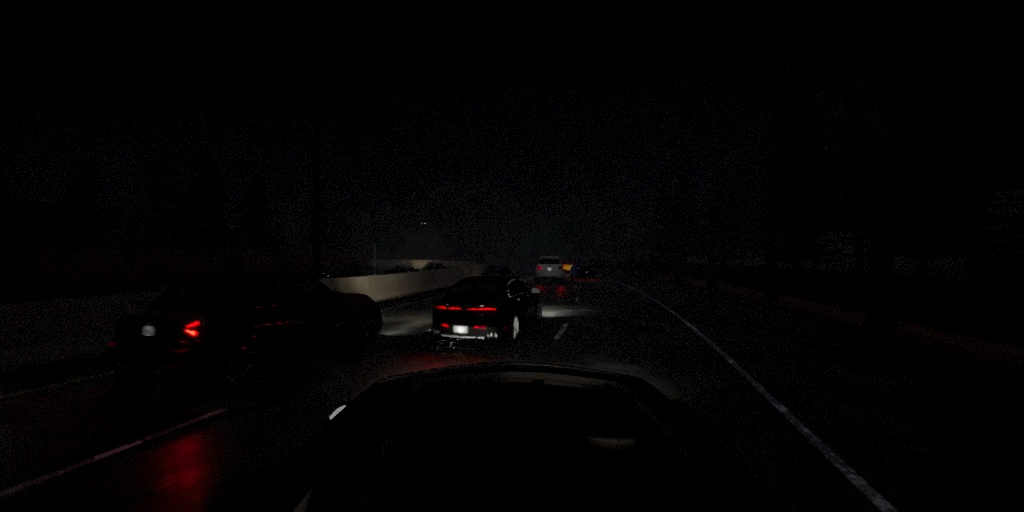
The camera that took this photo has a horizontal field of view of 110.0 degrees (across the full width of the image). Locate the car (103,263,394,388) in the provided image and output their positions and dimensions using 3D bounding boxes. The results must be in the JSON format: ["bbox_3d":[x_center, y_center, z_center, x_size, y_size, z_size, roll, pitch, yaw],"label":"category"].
[{"bbox_3d":[-4.756,1.131,7.327,2.097,1.767,4.553,0,0,16],"label":"car"}]

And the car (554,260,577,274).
[{"bbox_3d":[6.638,1.357,45.098,1.882,1.535,5.008,0,0,-3],"label":"car"}]

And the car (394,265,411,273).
[{"bbox_3d":[-10.798,1.487,34.868,1.895,1.301,4.718,0,0,2],"label":"car"}]

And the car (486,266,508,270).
[{"bbox_3d":[-0.940,1.377,24.928,2.033,1.411,5.357,0,0,7],"label":"car"}]

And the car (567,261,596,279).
[{"bbox_3d":[6.775,1.322,34.542,1.882,1.535,5.008,0,0,2],"label":"car"}]

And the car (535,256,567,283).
[{"bbox_3d":[3.060,1.057,29.516,2.150,2.045,5.566,0,0,5],"label":"car"}]

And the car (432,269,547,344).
[{"bbox_3d":[-0.444,1.283,9.784,1.837,1.490,4.892,0,0,15],"label":"car"}]

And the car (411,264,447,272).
[{"bbox_3d":[-7.321,1.421,33.347,2.033,1.411,5.357,0,0,3],"label":"car"}]
